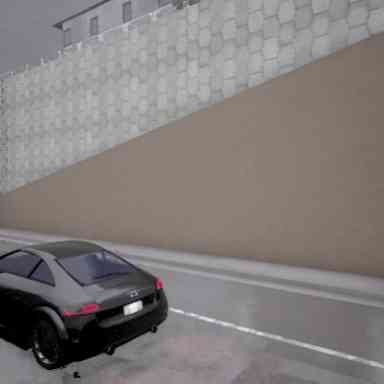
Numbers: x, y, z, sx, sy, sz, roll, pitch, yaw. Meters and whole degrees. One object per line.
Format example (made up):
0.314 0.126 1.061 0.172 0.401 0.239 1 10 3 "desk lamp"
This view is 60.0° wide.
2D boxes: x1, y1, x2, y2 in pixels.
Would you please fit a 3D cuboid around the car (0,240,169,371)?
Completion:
-2.437 1.551 5.728 4.181 1.385 1.994 0 0 35 "car"
